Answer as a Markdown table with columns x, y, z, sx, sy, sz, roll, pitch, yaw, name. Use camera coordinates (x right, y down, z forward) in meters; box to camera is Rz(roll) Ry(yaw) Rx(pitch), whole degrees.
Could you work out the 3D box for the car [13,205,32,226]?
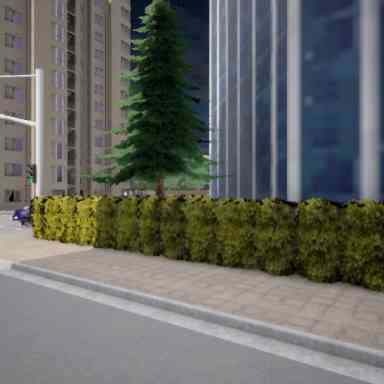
| x | y | z | sx | sy | sz | roll | pitch | yaw | name |
| --- | --- | --- | --- | --- | --- | --- | --- | --- | --- |
| -9.718 | 1.459 | 22.856 | 1.812 | 1.442 | 4.674 | 0 | 0 | 36 | car |
